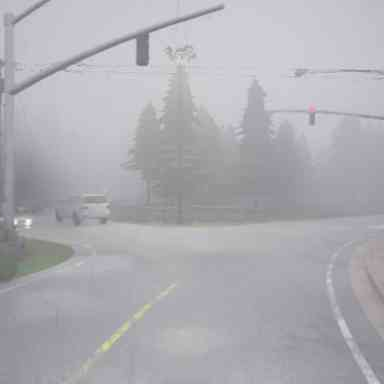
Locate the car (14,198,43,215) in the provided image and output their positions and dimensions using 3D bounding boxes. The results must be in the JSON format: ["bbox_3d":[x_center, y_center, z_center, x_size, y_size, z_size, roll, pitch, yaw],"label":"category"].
[{"bbox_3d":[-15.786,1.366,32.175,2.128,1.511,4.902,0,0,-12],"label":"car"}]

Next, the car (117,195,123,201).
[{"bbox_3d":[-13.317,1.184,55.279,2.097,1.767,4.553,0,0,18],"label":"car"}]

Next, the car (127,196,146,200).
[{"bbox_3d":[-9.227,1.342,56.534,2.128,1.511,4.902,0,0,20],"label":"car"}]

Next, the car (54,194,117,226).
[{"bbox_3d":[-7.780,1.155,23.375,2.150,2.045,5.566,0,0,-41],"label":"car"}]
